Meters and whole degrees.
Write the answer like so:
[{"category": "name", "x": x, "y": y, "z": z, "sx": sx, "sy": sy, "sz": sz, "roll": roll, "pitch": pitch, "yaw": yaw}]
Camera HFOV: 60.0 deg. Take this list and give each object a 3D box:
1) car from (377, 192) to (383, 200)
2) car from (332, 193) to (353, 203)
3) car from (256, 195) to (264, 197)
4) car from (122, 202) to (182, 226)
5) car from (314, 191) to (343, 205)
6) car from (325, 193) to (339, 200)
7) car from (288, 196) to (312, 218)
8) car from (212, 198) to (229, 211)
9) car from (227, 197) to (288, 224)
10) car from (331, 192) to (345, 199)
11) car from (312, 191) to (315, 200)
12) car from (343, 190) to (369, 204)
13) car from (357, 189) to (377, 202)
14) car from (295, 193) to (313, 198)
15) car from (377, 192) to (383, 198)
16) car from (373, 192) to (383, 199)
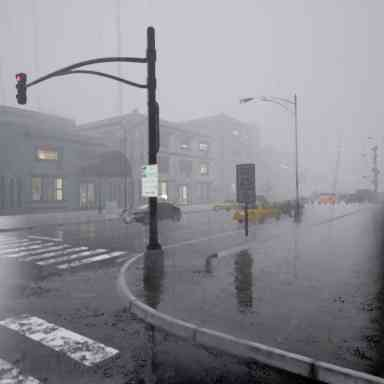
[{"category": "car", "x": 33.580, "y": 0.569, "z": 61.967, "sx": 2.192, "sy": 1.841, "sz": 5.009, "roll": -1, "pitch": 0, "yaw": 36}, {"category": "car", "x": 24.494, "y": 0.901, "z": 53.884, "sx": 2.128, "sy": 1.511, "sz": 4.902, "roll": -1, "pitch": 0, "yaw": 36}, {"category": "car", "x": 6.062, "y": 1.070, "z": 33.944, "sx": 2.097, "sy": 1.767, "sz": 4.553, "roll": -1, "pitch": 0, "yaw": 36}, {"category": "car", "x": -2.516, "y": 1.381, "z": 22.142, "sx": 1.812, "sy": 1.442, "sz": 4.674, "roll": -1, "pitch": 0, "yaw": 36}, {"category": "car", "x": 19.248, "y": 0.845, "z": 46.662, "sx": 2.097, "sy": 1.767, "sz": 4.553, "roll": -1, "pitch": 0, "yaw": 35}, {"category": "car", "x": 30.058, "y": 0.935, "z": 71.371, "sx": 1.802, "sy": 1.307, "sz": 4.206, "roll": -1, "pitch": 0, "yaw": 36}, {"category": "car", "x": 7.566, "y": 1.217, "z": 26.158, "sx": 2.008, "sy": 1.369, "sz": 4.403, "roll": -1, "pitch": 0, "yaw": 36}, {"category": "car", "x": 3.941, "y": 1.289, "z": 35.423, "sx": 1.752, "sy": 1.417, "sz": 4.829, "roll": -1, "pitch": 0, "yaw": 36}, {"category": "car", "x": 4.413, "y": 1.242, "z": 21.819, "sx": 1.752, "sy": 1.417, "sz": 4.829, "roll": -1, "pitch": 0, "yaw": 36}, {"category": "car", "x": 33.309, "y": 0.743, "z": 75.846, "sx": 1.967, "sy": 1.590, "sz": 4.097, "roll": -1, "pitch": 0, "yaw": 36}, {"category": "car", "x": 23.551, "y": 0.768, "z": 62.418, "sx": 2.192, "sy": 1.841, "sz": 5.009, "roll": -1, "pitch": 0, "yaw": 36}, {"category": "car", "x": 22.875, "y": 0.924, "z": 46.468, "sx": 1.837, "sy": 1.490, "sz": 4.892, "roll": -1, "pitch": 0, "yaw": 36}, {"category": "car", "x": 26.971, "y": 0.576, "z": 52.180, "sx": 2.150, "sy": 2.045, "sz": 5.566, "roll": -1, "pitch": 0, "yaw": 36}, {"category": "car", "x": 14.517, "y": 1.147, "z": 45.470, "sx": 1.994, "sy": 1.385, "sz": 4.181, "roll": -1, "pitch": 0, "yaw": 37}, {"category": "car", "x": 43.165, "y": 0.651, "z": 75.143, "sx": 1.887, "sy": 1.381, "sz": 4.507, "roll": -1, "pitch": 0, "yaw": 36}, {"category": "car", "x": 40.088, "y": 0.720, "z": 70.920, "sx": 1.947, "sy": 1.339, "sz": 4.313, "roll": -1, "pitch": 0, "yaw": 36}]
